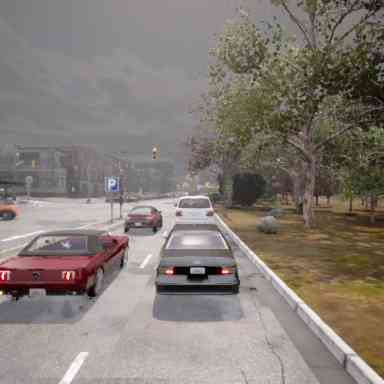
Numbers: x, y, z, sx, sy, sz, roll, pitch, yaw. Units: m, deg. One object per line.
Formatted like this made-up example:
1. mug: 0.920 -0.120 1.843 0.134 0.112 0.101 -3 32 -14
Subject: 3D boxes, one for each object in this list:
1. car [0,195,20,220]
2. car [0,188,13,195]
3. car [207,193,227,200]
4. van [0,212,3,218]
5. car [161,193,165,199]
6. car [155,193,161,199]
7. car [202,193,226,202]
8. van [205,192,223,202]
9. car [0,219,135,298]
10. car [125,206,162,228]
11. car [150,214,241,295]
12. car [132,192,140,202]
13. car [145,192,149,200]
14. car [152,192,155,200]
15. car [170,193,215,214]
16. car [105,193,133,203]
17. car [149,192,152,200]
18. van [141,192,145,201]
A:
1. car: -16.643 1.405 27.038 4.553 1.767 2.185 -1 0 -19
2. car: -31.198 0.138 55.704 2.002 1.452 4.674 6 -3 -19
3. car: 6.407 1.130 85.122 4.553 1.767 2.185 1 0 -12
4. van: -16.616 1.298 24.060 4.442 1.987 1.878 -1 0 -19
5. car: -11.057 1.066 91.788 5.566 2.045 2.435 -1 0 -12
6. car: -11.506 1.358 88.782 4.674 1.452 2.002 -1 0 -12
7. car: 4.625 1.143 70.421 4.553 1.767 2.185 1 0 -14
8. van: 4.243 1.044 67.451 4.442 1.987 1.878 1 0 -14
9. car: -2.899 1.609 8.498 1.895 1.301 4.718 0 0 0
10. car: -2.845 1.552 19.986 1.812 1.442 4.674 0 0 1
11. car: 0.102 1.556 8.874 2.033 1.411 5.357 0 0 0
12. car: -13.840 1.316 67.838 5.366 1.575 1.946 -1 0 -15
13. car: -13.058 1.323 76.802 4.892 1.521 2.231 -1 0 -14
14. car: -12.317 1.360 82.799 4.674 1.452 2.002 -1 0 -13
15. car: 0.141 1.246 19.123 2.150 2.045 5.566 0 0 0
16. car: -14.483 1.359 64.846 4.792 1.488 2.163 -1 0 -15
17. car: -12.687 1.361 79.797 4.674 1.452 2.002 -1 0 -13
18. van: -13.284 1.094 73.830 4.442 1.987 1.878 -1 0 -14
